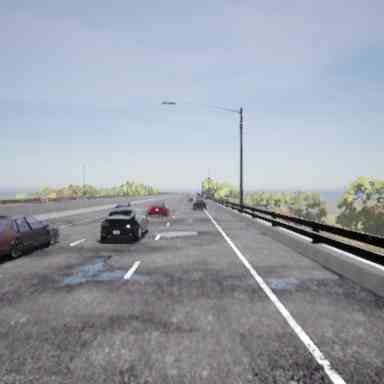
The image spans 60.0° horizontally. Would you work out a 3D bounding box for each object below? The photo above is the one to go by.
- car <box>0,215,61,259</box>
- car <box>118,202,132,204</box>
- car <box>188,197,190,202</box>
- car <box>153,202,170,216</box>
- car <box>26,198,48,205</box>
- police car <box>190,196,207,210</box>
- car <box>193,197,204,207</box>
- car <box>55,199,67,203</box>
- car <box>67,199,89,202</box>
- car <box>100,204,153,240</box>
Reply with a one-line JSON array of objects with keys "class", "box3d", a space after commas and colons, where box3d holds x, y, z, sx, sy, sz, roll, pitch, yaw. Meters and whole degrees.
[{"class": "car", "box3d": [-6.897, 1.602, 12.713, 2.033, 1.411, 5.357, 0, 0, 0]}, {"class": "car", "box3d": [-6.895, 1.710, 34.505, 1.994, 1.385, 4.181, 0, 0, 0]}, {"class": "car", "box3d": [0.012, 1.753, 80.249, 1.994, 1.385, 4.181, 0, 0, 0]}, {"class": "car", "box3d": [-3.395, 1.709, 34.342, 1.994, 1.385, 4.181, 0, 0, 0]}, {"class": "car", "box3d": [-24.537, 1.748, 52.928, 1.812, 1.442, 4.674, 0, 0, 1]}, {"class": "police car", "box3d": [1.056, 1.622, 46.894, 1.930, 1.638, 5.238, 0, 0, 0]}, {"class": "car", "box3d": [1.058, 1.693, 56.973, 1.801, 1.575, 5.366, 0, 0, 0]}, {"class": "car", "box3d": [-21.032, 1.792, 54.703, 1.994, 1.385, 4.181, 0, 0, 1]}, {"class": "car", "box3d": [-17.537, 1.770, 53.175, 2.033, 1.411, 5.357, 0, 0, 1]}, {"class": "car", "box3d": [-3.399, 1.579, 17.374, 1.837, 1.490, 4.892, 0, 0, 0]}]
